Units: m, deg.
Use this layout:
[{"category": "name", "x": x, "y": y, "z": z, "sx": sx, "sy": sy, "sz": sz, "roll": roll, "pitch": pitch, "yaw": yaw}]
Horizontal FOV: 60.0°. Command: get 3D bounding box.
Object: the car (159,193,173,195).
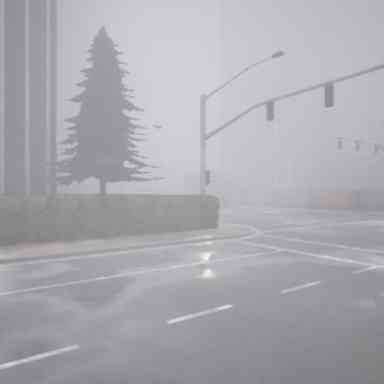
[{"category": "car", "x": -4.784, "y": 1.212, "z": 55.925, "sx": 2.150, "sy": 2.045, "sz": 5.566, "roll": 0, "pitch": 0, "yaw": -35}]
